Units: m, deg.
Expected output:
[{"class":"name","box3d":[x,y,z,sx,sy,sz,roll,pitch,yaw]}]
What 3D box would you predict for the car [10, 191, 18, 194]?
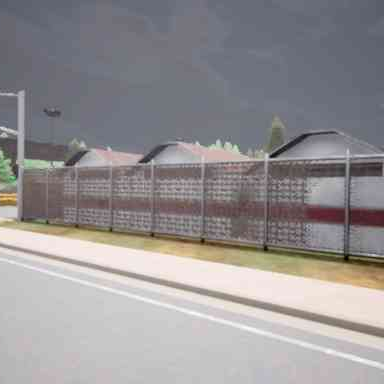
[{"class":"car","box3d":[-25.406,0.434,49.969,2.097,1.767,4.553,1,1,34]}]
